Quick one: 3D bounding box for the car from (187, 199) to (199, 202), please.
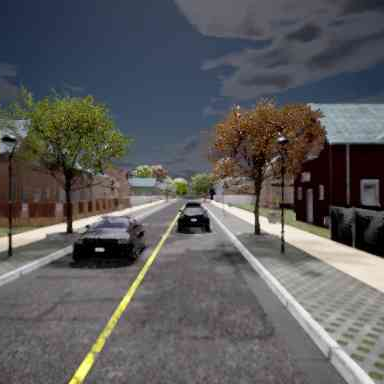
[{"bbox_3d":[0.116,1.590,39.306,1.837,1.490,4.892,0,0,0],"label":"car"}]

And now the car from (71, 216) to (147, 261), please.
[{"bbox_3d":[-2.844,1.578,12.205,1.994,1.385,4.181,0,0,0],"label":"car"}]

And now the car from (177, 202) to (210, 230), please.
[{"bbox_3d":[0.108,1.597,21.284,1.994,1.385,4.181,0,0,0],"label":"car"}]
